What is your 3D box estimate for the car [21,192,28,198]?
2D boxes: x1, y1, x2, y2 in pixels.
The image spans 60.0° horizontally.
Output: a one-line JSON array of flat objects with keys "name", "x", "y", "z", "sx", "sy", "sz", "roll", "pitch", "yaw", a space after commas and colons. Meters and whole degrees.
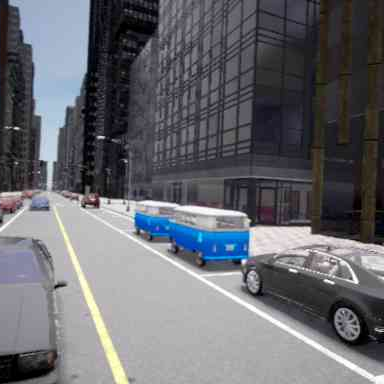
[{"name": "car", "x": -20.834, "y": 1.027, "z": 39.295, "sx": 1.802, "sy": 1.307, "sz": 4.206, "roll": 3, "pitch": -1, "yaw": -24}]

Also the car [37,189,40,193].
[{"name": "car", "x": -40.555, "y": 0.579, "z": 84.586, "sx": 1.947, "sy": 1.339, "sz": 4.313, "roll": 3, "pitch": -1, "yaw": -24}]

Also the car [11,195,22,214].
[{"name": "car", "x": -16.347, "y": 1.092, "z": 28.993, "sx": 1.887, "sy": 1.381, "sz": 4.507, "roll": 3, "pitch": -1, "yaw": -24}]

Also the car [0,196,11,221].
[{"name": "car", "x": -11.852, "y": 0.967, "z": 18.693, "sx": 2.192, "sy": 1.841, "sz": 5.009, "roll": 3, "pitch": -1, "yaw": -24}]

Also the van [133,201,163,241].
[{"name": "van", "x": -1.809, "y": 1.405, "z": 16.961, "sx": 1.690, "sy": 1.788, "sz": 3.998, "roll": 3, "pitch": -1, "yaw": -24}]

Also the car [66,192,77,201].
[{"name": "car", "x": -23.753, "y": 1.118, "z": 67.337, "sx": 2.008, "sy": 1.369, "sz": 4.403, "roll": 3, "pitch": -1, "yaw": -24}]

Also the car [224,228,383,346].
[{"name": "car", "x": 2.668, "y": 1.720, "z": 6.657, "sx": 2.008, "sy": 1.369, "sz": 4.403, "roll": 3, "pitch": -1, "yaw": -24}]

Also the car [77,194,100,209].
[{"name": "car", "x": -13.023, "y": 1.121, "z": 42.718, "sx": 2.192, "sy": 1.841, "sz": 5.009, "roll": 3, "pitch": -1, "yaw": -24}]

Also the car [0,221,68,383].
[{"name": "car", "x": -3.098, "y": 1.459, "z": 5.228, "sx": 2.033, "sy": 1.411, "sz": 5.357, "roll": 3, "pitch": -1, "yaw": -24}]

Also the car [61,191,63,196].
[{"name": "car", "x": -32.753, "y": 0.919, "z": 88.005, "sx": 1.887, "sy": 1.381, "sz": 4.507, "roll": 3, "pitch": -1, "yaw": -24}]

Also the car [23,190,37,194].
[{"name": "car", "x": -31.543, "y": 0.522, "z": 63.917, "sx": 2.192, "sy": 1.841, "sz": 5.009, "roll": 3, "pitch": -1, "yaw": -24}]

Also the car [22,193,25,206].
[{"name": "car", "x": -18.591, "y": 1.078, "z": 34.144, "sx": 1.802, "sy": 1.307, "sz": 4.206, "roll": 3, "pitch": -1, "yaw": -24}]

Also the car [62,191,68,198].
[{"name": "car", "x": -30.503, "y": 0.966, "z": 82.838, "sx": 1.887, "sy": 1.381, "sz": 4.507, "roll": 3, "pitch": -1, "yaw": -24}]

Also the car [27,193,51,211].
[{"name": "car", "x": -15.499, "y": 1.152, "z": 33.962, "sx": 1.812, "sy": 1.442, "sz": 4.674, "roll": 3, "pitch": -1, "yaw": -24}]

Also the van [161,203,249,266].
[{"name": "van", "x": 0.434, "y": 1.458, "z": 11.810, "sx": 1.690, "sy": 1.788, "sz": 3.998, "roll": 3, "pitch": -1, "yaw": -24}]
